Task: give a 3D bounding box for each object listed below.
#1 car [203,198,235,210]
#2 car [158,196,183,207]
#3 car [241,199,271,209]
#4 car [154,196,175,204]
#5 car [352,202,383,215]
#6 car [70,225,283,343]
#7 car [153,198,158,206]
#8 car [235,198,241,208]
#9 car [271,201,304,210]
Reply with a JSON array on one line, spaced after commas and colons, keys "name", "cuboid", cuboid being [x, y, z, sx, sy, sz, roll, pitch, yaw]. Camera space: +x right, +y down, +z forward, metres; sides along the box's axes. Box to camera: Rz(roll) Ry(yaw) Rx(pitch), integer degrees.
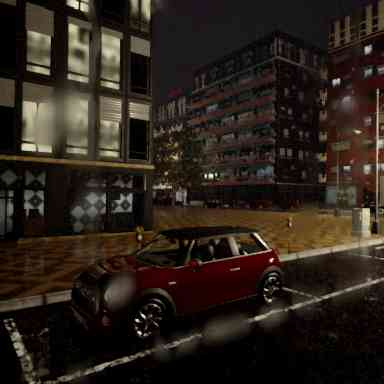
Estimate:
[{"name": "car", "cuboid": [3.333, 1.705, 45.828, 2.008, 1.369, 4.403, 1, -1, -35]}, {"name": "car", "cuboid": [-3.201, 1.760, 55.098, 1.887, 1.381, 4.507, 1, -1, -35]}, {"name": "car", "cuboid": [10.186, 1.835, 50.651, 1.887, 1.381, 4.507, 1, -1, -35]}, {"name": "car", "cuboid": [-6.148, 1.760, 73.829, 2.192, 1.841, 5.009, 1, -1, -35]}, {"name": "car", "cuboid": [19.986, 1.765, 36.746, 1.947, 1.339, 4.313, 1, -1, -35]}, {"name": "car", "cuboid": [-0.168, 1.444, 6.419, 4.097, 1.590, 1.967, 0, 1, -35]}, {"name": "car", "cuboid": [-6.468, 1.791, 59.734, 1.887, 1.381, 4.507, 1, -1, -35]}, {"name": "car", "cuboid": [6.919, 1.761, 55.287, 1.967, 1.590, 4.097, 1, -1, -35]}, {"name": "car", "cuboid": [13.452, 1.842, 46.016, 1.802, 1.307, 4.206, 1, -1, -35]}]
